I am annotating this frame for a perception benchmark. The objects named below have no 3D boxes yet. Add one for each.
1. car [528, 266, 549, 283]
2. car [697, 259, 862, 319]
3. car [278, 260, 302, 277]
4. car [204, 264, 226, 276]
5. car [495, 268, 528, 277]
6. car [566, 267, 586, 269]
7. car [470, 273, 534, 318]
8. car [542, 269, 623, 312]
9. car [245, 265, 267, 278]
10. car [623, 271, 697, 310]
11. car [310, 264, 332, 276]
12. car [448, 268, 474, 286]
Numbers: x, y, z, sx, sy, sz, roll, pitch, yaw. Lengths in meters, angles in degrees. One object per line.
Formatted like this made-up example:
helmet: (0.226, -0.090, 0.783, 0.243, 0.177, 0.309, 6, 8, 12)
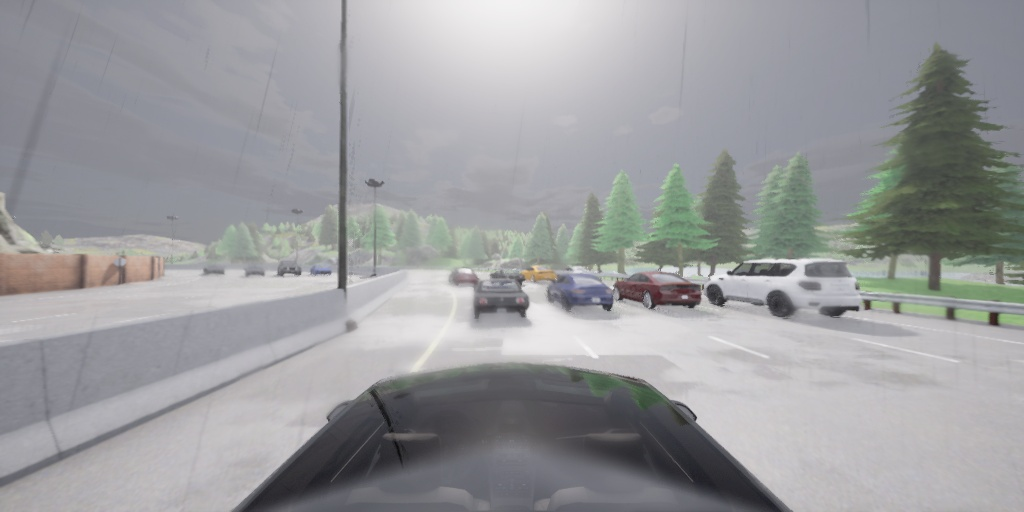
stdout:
car: (2.271, 1.644, 32.939, 1.882, 1.535, 5.008, 0, 0, -19)
car: (9.984, 1.136, 13.871, 2.150, 2.045, 5.566, 0, -1, -6)
car: (-28.076, 1.553, 45.277, 2.150, 2.045, 5.566, 1, -1, -38)
car: (-38.957, 1.857, 47.010, 4.892, 1.490, 1.837, -1, -2, 45)
car: (-0.525, 1.732, 30.324, 1.895, 1.301, 4.718, 0, -1, -18)
car: (5.827, 1.698, 33.371, 1.812, 1.442, 4.674, 0, -1, -18)
car: (-0.557, 1.511, 13.759, 1.895, 1.301, 4.718, 0, -1, -6)
car: (2.778, 1.456, 15.247, 1.812, 1.442, 4.674, 0, -1, -7)
car: (-30.224, 1.794, 42.282, 1.837, 1.490, 4.892, 1, -1, -38)
car: (6.200, 1.418, 15.972, 1.882, 1.535, 5.008, 0, 0, -7)
car: (-25.065, 1.830, 47.036, 1.882, 1.535, 5.008, 1, -1, -38)
car: (-4.109, 1.692, 30.031, 1.994, 1.385, 4.181, 0, -1, -18)
